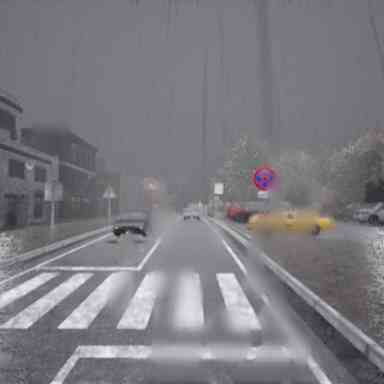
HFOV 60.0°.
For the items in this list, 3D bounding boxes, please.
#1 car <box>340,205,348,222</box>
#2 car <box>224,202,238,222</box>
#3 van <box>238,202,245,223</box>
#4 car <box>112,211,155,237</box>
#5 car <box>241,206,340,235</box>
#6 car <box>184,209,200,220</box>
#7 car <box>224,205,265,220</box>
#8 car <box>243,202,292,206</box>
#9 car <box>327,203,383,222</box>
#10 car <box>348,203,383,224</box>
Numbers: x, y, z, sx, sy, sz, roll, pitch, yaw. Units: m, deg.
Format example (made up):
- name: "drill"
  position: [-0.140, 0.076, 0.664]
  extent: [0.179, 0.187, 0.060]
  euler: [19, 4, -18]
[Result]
- name: "car"
  position: [18.399, 2.377, 34.418]
  extent: [4.892, 1.521, 2.231]
  euler: [0, -2, -1]
- name: "car"
  position: [6.183, 2.010, 33.153]
  extent: [5.566, 2.045, 2.435]
  euler: [0, -2, -1]
- name: "van"
  position: [6.332, 1.820, 26.965]
  extent: [4.442, 1.987, 1.878]
  euler: [0, -2, 0]
- name: "car"
  position: [-3.390, 1.870, 20.311]
  extent: [2.033, 1.411, 5.357]
  euler: [0, -2, 0]
- name: "car"
  position: [6.082, 1.864, 21.003]
  extent: [5.366, 1.575, 1.946]
  euler: [0, -2, 0]
- name: "car"
  position: [-0.016, 2.742, 40.918]
  extent: [1.895, 1.301, 4.718]
  euler: [0, -3, 0]
- name: "car"
  position: [6.106, 2.377, 39.097]
  extent: [4.553, 1.767, 2.185]
  euler: [0, -2, -1]
- name: "car"
  position: [6.273, 1.823, 23.925]
  extent: [4.553, 1.767, 2.185]
  euler: [0, -2, 0]
- name: "car"
  position: [18.343, 2.233, 37.094]
  extent: [5.566, 2.045, 2.435]
  euler: [0, -2, -1]
- name: "car"
  position: [18.415, 2.015, 31.637]
  extent: [5.566, 2.045, 2.435]
  euler: [0, -2, -1]
